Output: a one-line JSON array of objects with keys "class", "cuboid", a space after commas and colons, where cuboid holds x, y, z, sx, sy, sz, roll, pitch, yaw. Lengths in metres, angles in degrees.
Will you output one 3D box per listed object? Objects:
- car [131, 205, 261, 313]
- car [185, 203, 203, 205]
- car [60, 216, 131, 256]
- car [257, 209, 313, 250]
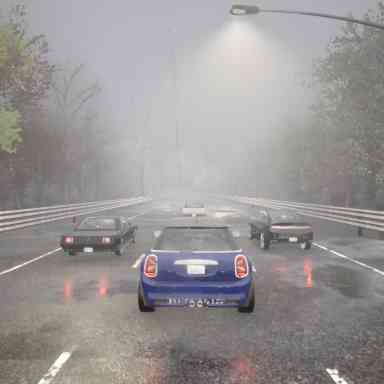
[{"class": "car", "cuboid": [0.113, 1.350, 7.837, 2.097, 1.767, 4.553, 0, 0, 1]}, {"class": "car", "cuboid": [0.171, 1.581, 29.111, 1.895, 1.301, 4.718, 0, 0, 0]}, {"class": "car", "cuboid": [-3.369, 1.596, 13.072, 1.895, 1.301, 4.718, 0, 0, 0]}, {"class": "car", "cuboid": [3.634, 1.486, 14.325, 2.128, 1.511, 4.902, 0, 0, 0]}]
